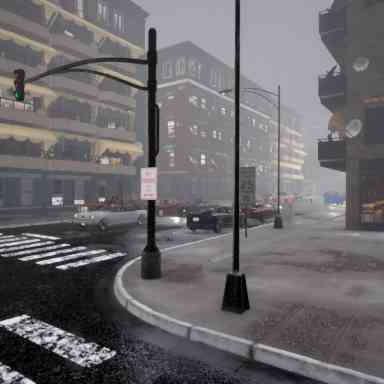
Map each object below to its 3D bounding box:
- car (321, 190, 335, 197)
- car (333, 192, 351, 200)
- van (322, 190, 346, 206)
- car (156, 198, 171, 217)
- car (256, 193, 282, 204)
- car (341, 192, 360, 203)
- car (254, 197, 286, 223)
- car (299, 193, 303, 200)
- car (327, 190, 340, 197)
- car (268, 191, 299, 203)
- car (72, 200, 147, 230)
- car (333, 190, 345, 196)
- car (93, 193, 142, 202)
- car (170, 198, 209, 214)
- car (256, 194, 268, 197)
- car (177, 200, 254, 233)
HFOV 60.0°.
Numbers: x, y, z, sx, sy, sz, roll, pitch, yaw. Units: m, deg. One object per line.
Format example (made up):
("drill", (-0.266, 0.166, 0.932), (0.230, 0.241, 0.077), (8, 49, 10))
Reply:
("car", (29.822, 0.379, 72.941), (1.887, 1.381, 4.507), (2, 2, 35))
("car", (25.871, 0.696, 57.282), (1.895, 1.301, 4.718), (1, 1, 35))
("van", (17.422, 0.721, 40.748), (1.690, 1.788, 3.998), (2, 2, 35))
("car", (-2.233, 1.181, 27.383), (1.887, 1.381, 4.507), (2, 2, 35))
("car", (10.589, 0.881, 45.606), (1.947, 1.339, 4.313), (2, 2, 35))
("car", (23.831, 0.764, 49.863), (1.887, 1.381, 4.507), (2, 2, 35))
("car", (4.598, 1.283, 22.529), (1.802, 1.307, 4.206), (2, 2, 35))
("car", (17.000, 0.720, 54.718), (1.947, 1.339, 4.313), (2, 2, 35))
("car", (33.027, 0.337, 77.497), (1.802, 1.307, 4.206), (2, 2, 35))
("car", (11.488, 0.718, 42.339), (2.097, 1.767, 4.553), (1, 1, 36))
("car", (-4.565, 1.368, 19.578), (1.895, 1.301, 4.718), (1, 1, 35))
("car", (36.233, 0.257, 82.053), (1.802, 1.307, 4.206), (2, 2, 35))
("car", (-5.436, 1.031, 22.821), (2.192, 1.841, 5.009), (2, 2, 35))
("car", (0.529, 1.203, 26.843), (1.994, 1.385, 4.181), (1, 1, 34))
("car", (5.782, 1.013, 34.279), (1.837, 1.490, 4.892), (1, 1, 35))
("car", (1.392, 1.348, 17.974), (1.947, 1.339, 4.313), (2, 2, 35))
